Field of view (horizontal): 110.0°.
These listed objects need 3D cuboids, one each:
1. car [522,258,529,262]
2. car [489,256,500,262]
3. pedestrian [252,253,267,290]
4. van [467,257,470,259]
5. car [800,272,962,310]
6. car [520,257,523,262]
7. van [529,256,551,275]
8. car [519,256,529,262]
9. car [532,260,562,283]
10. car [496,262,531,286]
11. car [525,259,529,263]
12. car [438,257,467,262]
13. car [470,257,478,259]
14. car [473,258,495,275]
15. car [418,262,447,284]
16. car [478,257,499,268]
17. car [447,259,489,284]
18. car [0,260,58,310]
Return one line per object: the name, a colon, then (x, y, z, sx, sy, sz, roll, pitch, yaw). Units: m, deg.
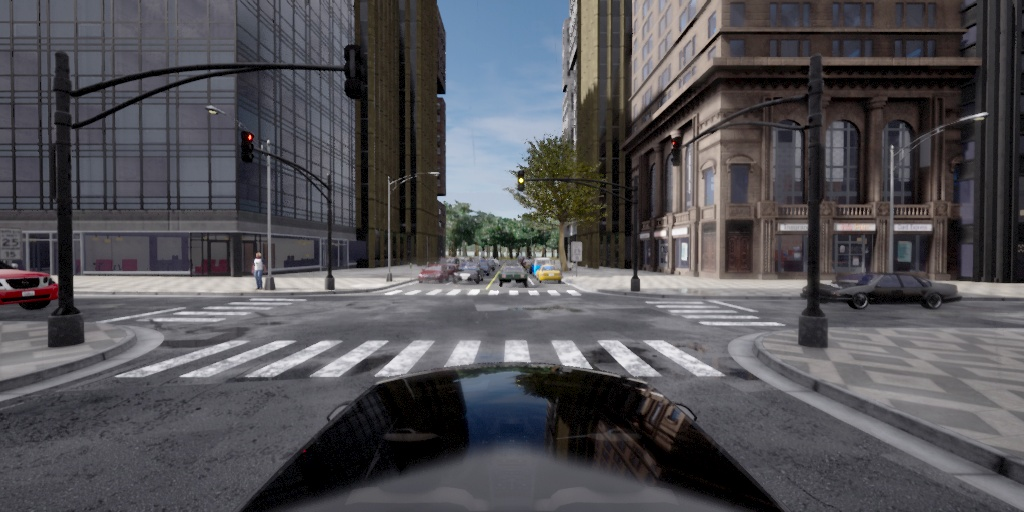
car: (2.707, 1.200, 49.903, 1.751, 1.417, 4.829, 0, 0, 0)
car: (-3.068, 1.212, 61.445, 1.812, 1.442, 4.674, 0, 0, 0)
pedestrian: (-12.541, 0.738, 17.816, 0.375, 1.860, 0.375, 0, 0, 0)
van: (-5.805, 1.044, 38.357, 1.690, 1.789, 3.998, 0, 0, 0)
car: (15.200, 1.391, 14.885, 5.357, 1.411, 2.033, 0, 1, -2)
car: (2.701, 1.203, 55.412, 1.888, 1.381, 4.507, 0, 0, 0)
van: (2.727, 1.055, 32.695, 1.690, 1.789, 3.998, 0, 0, 0)
car: (2.694, 1.192, 61.092, 2.007, 1.370, 4.403, 0, 0, 0)
car: (2.733, 1.250, 27.184, 1.751, 1.417, 4.829, 0, 0, 0)
car: (0.077, 1.328, 25.181, 1.895, 1.301, 4.718, 0, 0, 0)
car: (2.720, 1.269, 38.374, 1.948, 1.339, 4.313, 0, 0, 0)
car: (-5.799, 1.029, 32.676, 2.192, 1.841, 5.009, 0, 0, 0)
car: (-5.812, 1.004, 44.037, 2.192, 1.841, 5.009, 0, 0, 0)
car: (-3.133, 1.255, 36.330, 2.033, 1.411, 5.357, 0, 0, 0)
car: (-5.792, 1.306, 26.996, 1.802, 1.307, 4.207, 0, 0, 0)
car: (-3.138, 1.175, 46.441, 2.128, 1.511, 4.902, 0, 0, 0)
car: (-3.134, 1.217, 26.507, 2.128, 1.511, 4.902, 0, 0, 1)
car: (-18.386, 0.840, 11.560, 5.566, 2.045, 2.150, 1, 1, 0)
